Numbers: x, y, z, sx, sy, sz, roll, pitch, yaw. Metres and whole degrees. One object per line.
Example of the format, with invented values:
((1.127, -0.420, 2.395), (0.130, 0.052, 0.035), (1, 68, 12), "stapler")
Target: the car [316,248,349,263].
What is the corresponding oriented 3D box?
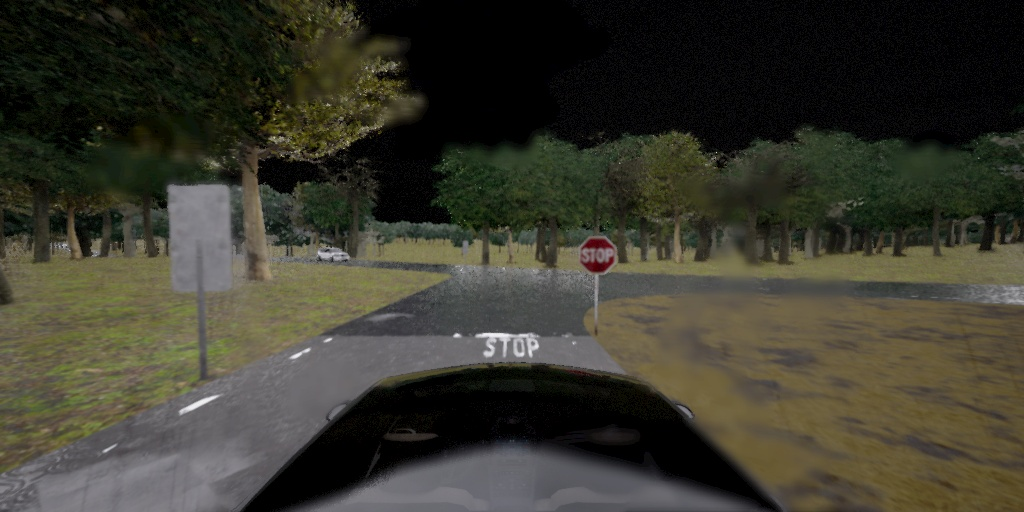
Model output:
((-25.128, -0.148, 50.186), (5.566, 2.045, 2.150), (2, 3, 35), "car")
